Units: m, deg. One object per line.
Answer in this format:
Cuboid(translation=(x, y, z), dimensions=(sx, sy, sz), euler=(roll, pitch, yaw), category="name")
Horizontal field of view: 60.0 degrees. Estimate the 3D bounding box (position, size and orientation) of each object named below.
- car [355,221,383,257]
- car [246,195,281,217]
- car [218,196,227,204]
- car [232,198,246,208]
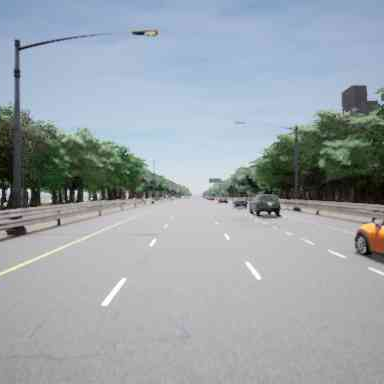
Cuboid(translation=(7.005, 1.354, 10.323), dimensions=(2.097, 1.767, 4.553), euler=(0, 0, 0), category="car")
Cuboid(translation=(7.040, 1.262, 32.517), dimensions=(2.150, 2.045, 5.566), euler=(0, 0, 0), category="car")
Cuboid(translation=(7.305, 1.871, 79.958), dimensions=(2.097, 1.767, 4.553), euler=(0, -1, 0), category="car")
Cuboid(translation=(7.107, 1.658, 49.596), dimensions=(1.837, 1.490, 4.892), euler=(0, -1, 0), category="car")
